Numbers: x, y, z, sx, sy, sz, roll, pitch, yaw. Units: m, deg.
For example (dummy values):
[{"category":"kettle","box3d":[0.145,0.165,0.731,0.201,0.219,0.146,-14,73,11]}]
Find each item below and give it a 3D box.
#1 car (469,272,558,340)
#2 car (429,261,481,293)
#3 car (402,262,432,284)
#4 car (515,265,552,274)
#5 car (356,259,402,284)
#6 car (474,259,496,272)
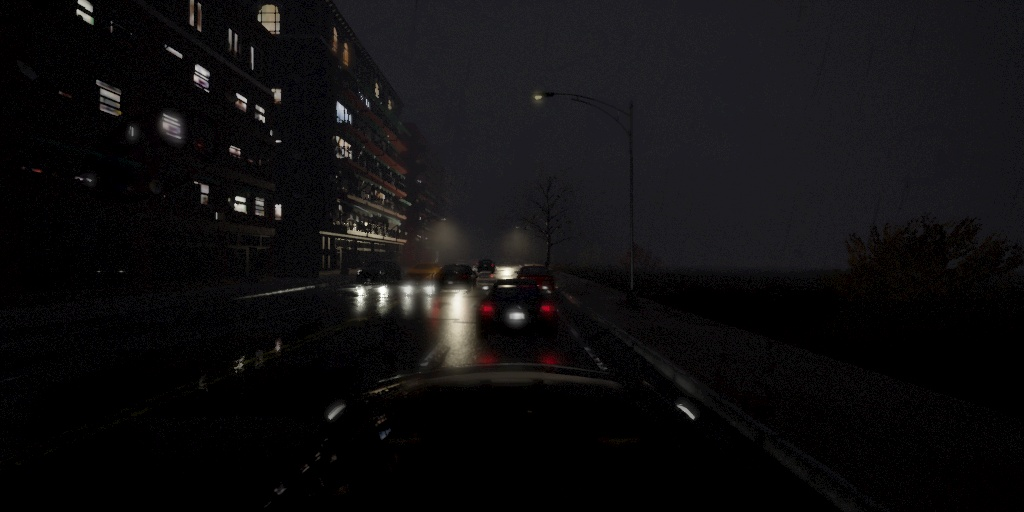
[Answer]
[{"category":"car","box3d":[0.109,1.315,10.010,1.994,1.385,4.181,0,0,0]},{"category":"car","box3d":[-3.133,1.229,20.760,1.882,1.535,5.008,0,0,0]},{"category":"car","box3d":[-6.578,1.229,27.496,1.882,1.535,5.008,0,0,0]},{"category":"car","box3d":[1.152,1.229,18.930,1.882,1.535,5.008,0,0,0]},{"category":"car","box3d":[-9.828,1.103,26.857,2.097,1.767,4.553,0,0,0]},{"category":"car","box3d":[-3.107,1.104,43.525,2.097,1.767,4.553,0,0,-1]}]
